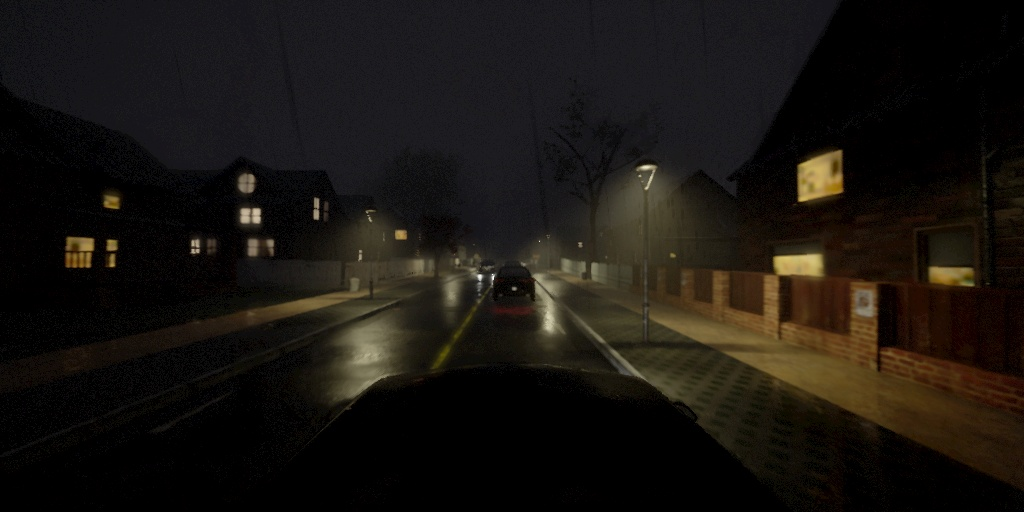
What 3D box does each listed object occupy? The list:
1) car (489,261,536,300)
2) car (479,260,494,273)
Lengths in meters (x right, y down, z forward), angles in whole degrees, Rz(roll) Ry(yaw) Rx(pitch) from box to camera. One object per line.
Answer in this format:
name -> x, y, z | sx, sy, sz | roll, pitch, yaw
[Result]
car -> 0.096, 1.202, 17.506 | 1.882, 1.535, 5.008 | 0, 0, 0
car -> -2.757, 1.147, 41.529 | 1.812, 1.442, 4.674 | 0, 0, 0
